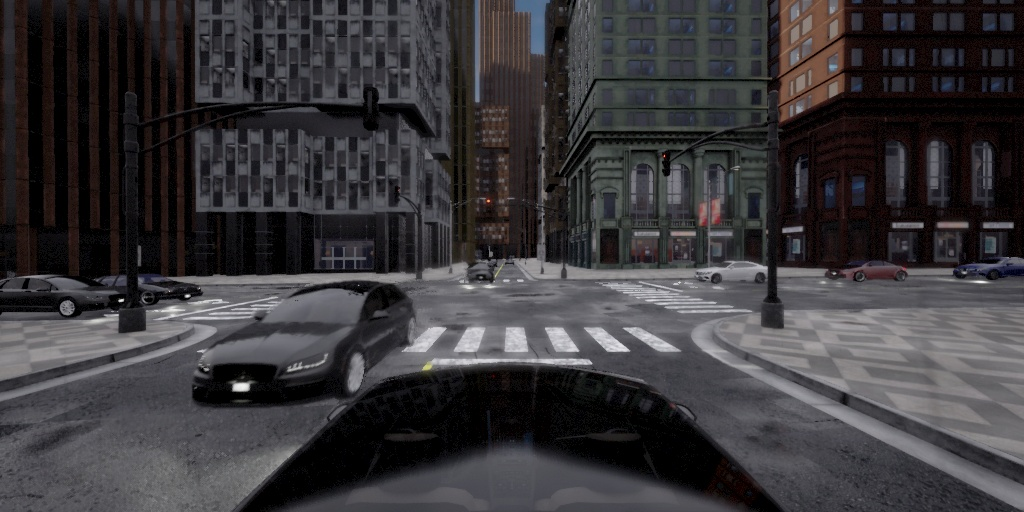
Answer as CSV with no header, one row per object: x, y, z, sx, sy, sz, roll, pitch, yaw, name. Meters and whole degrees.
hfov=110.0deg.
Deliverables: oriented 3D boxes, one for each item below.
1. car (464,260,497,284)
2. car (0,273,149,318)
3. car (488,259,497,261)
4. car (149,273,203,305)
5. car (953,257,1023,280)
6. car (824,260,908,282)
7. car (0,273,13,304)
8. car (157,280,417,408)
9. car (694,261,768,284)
-2.559,1.252,27.033,1.837,1.490,4.892,-1,0,-10,car
-17.423,1.492,13.740,4.892,1.490,1.837,-1,0,0,car
-3.328,1.319,45.646,1.895,1.301,4.718,0,0,0,car
-17.867,1.524,17.046,5.357,1.411,2.033,-1,0,5,car
32.375,0.811,23.836,4.674,1.442,1.812,-1,0,-1,car
23.416,0.962,23.812,4.181,1.385,1.994,-1,0,0,car
-27.353,1.610,16.963,4.892,1.490,1.837,-1,0,0,car
-3.110,1.254,6.540,1.837,1.490,4.892,0,0,0,car
14.594,1.037,23.787,4.674,1.442,1.812,-1,0,-1,car
